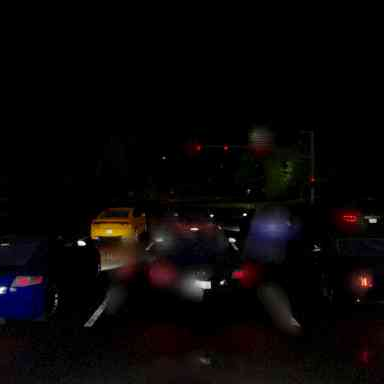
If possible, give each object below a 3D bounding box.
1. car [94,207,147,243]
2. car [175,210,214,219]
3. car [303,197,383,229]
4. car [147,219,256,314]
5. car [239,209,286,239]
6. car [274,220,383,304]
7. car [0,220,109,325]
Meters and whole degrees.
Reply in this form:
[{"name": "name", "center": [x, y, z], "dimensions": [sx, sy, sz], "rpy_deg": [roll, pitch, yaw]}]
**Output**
[{"name": "car", "center": [-3.397, 1.478, 16.183], "dimensions": [1.882, 1.535, 5.008], "rpy_deg": [0, 0, 0]}, {"name": "car", "center": [0.104, 1.564, 16.117], "dimensions": [1.994, 1.385, 4.181], "rpy_deg": [0, 0, 0]}, {"name": "car", "center": [7.104, 1.222, 15.747], "dimensions": [2.150, 2.045, 5.566], "rpy_deg": [0, 0, 0]}, {"name": "car", "center": [0.116, 1.564, 7.713], "dimensions": [1.994, 1.385, 4.181], "rpy_deg": [0, 0, -1]}, {"name": "car", "center": [3.604, 1.564, 16.822], "dimensions": [1.994, 1.385, 4.181], "rpy_deg": [0, 0, 0]}, {"name": "car", "center": [3.602, 1.601, 8.065], "dimensions": [1.895, 1.301, 4.718], "rpy_deg": [0, 0, 0]}, {"name": "car", "center": [-3.397, 1.564, 7.252], "dimensions": [1.994, 1.385, 4.181], "rpy_deg": [0, 0, 0]}]
